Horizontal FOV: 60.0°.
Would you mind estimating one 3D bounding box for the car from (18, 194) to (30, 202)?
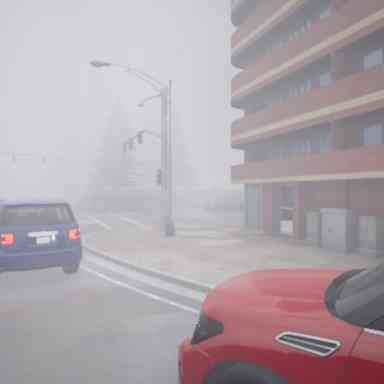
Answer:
[{"bbox_3d":[-36.201,1.269,71.711,2.097,1.767,4.553,0,0,-23],"label":"car"}]

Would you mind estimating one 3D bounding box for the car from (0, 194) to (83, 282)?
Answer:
[{"bbox_3d":[-5.004,1.211,9.895,2.150,2.045,5.566,0,0,-36],"label":"car"}]

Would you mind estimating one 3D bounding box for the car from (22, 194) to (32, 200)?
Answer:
[{"bbox_3d":[-40.192,1.241,81.208,1.837,1.490,4.892,0,0,-23],"label":"car"}]

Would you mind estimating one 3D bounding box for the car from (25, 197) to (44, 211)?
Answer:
[{"bbox_3d":[-19.648,1.432,41.607,1.882,1.535,5.008,0,0,-23],"label":"car"}]

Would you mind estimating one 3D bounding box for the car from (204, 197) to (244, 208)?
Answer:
[{"bbox_3d":[3.531,1.385,35.295,4.553,1.767,2.097,0,0,-22],"label":"car"}]

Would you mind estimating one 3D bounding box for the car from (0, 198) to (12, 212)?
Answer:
[{"bbox_3d":[-21.938,1.461,38.029,1.837,1.490,4.892,0,0,-23],"label":"car"}]

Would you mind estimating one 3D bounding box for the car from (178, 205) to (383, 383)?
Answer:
[{"bbox_3d":[2.519,1.217,2.314,5.566,2.045,2.150,-1,0,36],"label":"car"}]

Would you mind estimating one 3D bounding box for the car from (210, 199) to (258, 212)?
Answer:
[{"bbox_3d":[4.987,1.580,39.679,5.357,1.411,2.033,0,0,-22],"label":"car"}]

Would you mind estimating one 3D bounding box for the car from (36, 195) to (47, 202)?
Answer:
[{"bbox_3d":[-33.300,1.456,73.842,2.033,1.411,5.357,0,0,-23],"label":"car"}]
